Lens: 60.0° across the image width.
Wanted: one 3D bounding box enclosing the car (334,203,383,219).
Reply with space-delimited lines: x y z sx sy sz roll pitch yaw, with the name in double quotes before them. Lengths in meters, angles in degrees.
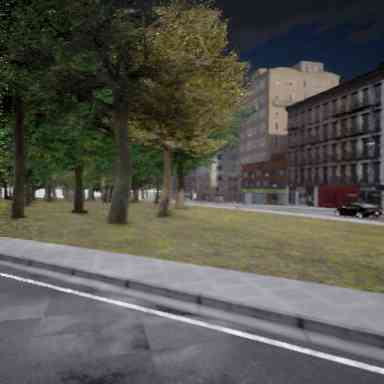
"car" 16.038 1.772 32.384 1.882 1.535 5.008 0 0 -15
